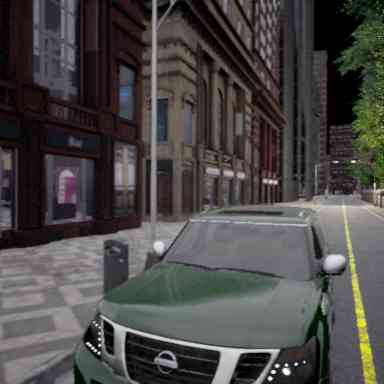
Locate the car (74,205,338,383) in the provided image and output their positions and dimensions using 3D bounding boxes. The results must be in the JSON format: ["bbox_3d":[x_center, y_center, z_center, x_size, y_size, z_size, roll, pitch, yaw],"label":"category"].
[{"bbox_3d":[0.887,1.257,4.841,2.150,2.045,5.566,1,0,24],"label":"car"}]
